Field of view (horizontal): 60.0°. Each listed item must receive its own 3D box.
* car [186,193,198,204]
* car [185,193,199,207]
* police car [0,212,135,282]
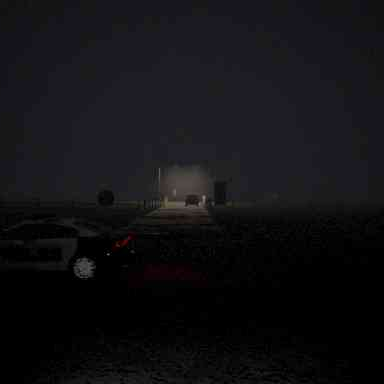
[{"bbox_3d":[-0.013,1.252,63.409,2.150,2.045,5.566,0,0,0],"label":"car"},{"bbox_3d":[-0.011,1.376,53.343,2.097,1.767,4.553,0,0,0],"label":"car"},{"bbox_3d":[-4.209,1.403,9.135,5.238,1.638,1.930,0,0,-1],"label":"police car"}]
